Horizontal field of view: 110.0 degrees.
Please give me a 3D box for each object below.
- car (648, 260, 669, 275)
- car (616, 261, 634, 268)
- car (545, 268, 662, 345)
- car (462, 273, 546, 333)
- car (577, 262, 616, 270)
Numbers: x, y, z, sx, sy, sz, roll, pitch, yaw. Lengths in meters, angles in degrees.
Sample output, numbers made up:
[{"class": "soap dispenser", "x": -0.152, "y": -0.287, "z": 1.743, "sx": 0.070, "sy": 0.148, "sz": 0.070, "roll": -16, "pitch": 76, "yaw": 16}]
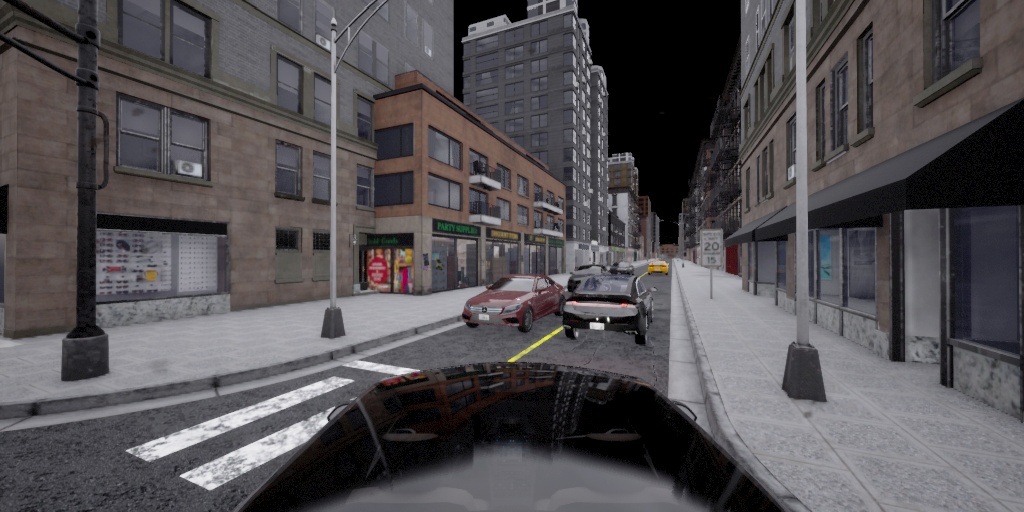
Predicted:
[{"class": "car", "x": 15.913, "y": 1.226, "z": 38.932, "sx": 1.882, "sy": 1.535, "sz": 5.008, "roll": 0, "pitch": 0, "yaw": 24}, {"class": "car", "x": 10.221, "y": 1.239, "z": 33.292, "sx": 1.882, "sy": 1.535, "sz": 5.008, "roll": 0, "pitch": 0, "yaw": 24}, {"class": "car", "x": 2.754, "y": 1.245, "z": 9.663, "sx": 2.128, "sy": 1.511, "sz": 4.902, "roll": 0, "pitch": 0, "yaw": 24}, {"class": "car", "x": 0.304, "y": 1.288, "z": 11.169, "sx": 1.812, "sy": 1.442, "sz": 4.674, "roll": 0, "pitch": 0, "yaw": 26}, {"class": "car", "x": 4.558, "y": 1.268, "z": 20.672, "sx": 1.837, "sy": 1.490, "sz": 4.892, "roll": 0, "pitch": 0, "yaw": 24}]
